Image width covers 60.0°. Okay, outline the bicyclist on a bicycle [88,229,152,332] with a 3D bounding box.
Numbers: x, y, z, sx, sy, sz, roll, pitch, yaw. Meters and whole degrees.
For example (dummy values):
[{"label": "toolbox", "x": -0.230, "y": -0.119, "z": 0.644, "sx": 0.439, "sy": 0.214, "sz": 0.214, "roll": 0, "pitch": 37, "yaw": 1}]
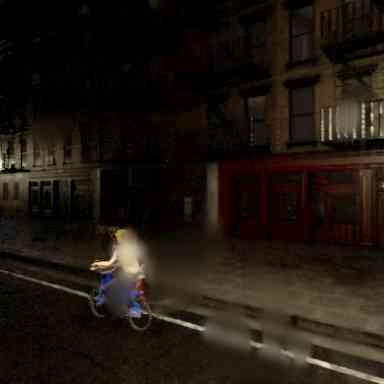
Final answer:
[{"label": "bicyclist on a bicycle", "x": -1.230, "y": 1.426, "z": 5.587, "sx": 1.509, "sy": 1.612, "sz": 0.866, "roll": 0, "pitch": 0, "yaw": 35}]
